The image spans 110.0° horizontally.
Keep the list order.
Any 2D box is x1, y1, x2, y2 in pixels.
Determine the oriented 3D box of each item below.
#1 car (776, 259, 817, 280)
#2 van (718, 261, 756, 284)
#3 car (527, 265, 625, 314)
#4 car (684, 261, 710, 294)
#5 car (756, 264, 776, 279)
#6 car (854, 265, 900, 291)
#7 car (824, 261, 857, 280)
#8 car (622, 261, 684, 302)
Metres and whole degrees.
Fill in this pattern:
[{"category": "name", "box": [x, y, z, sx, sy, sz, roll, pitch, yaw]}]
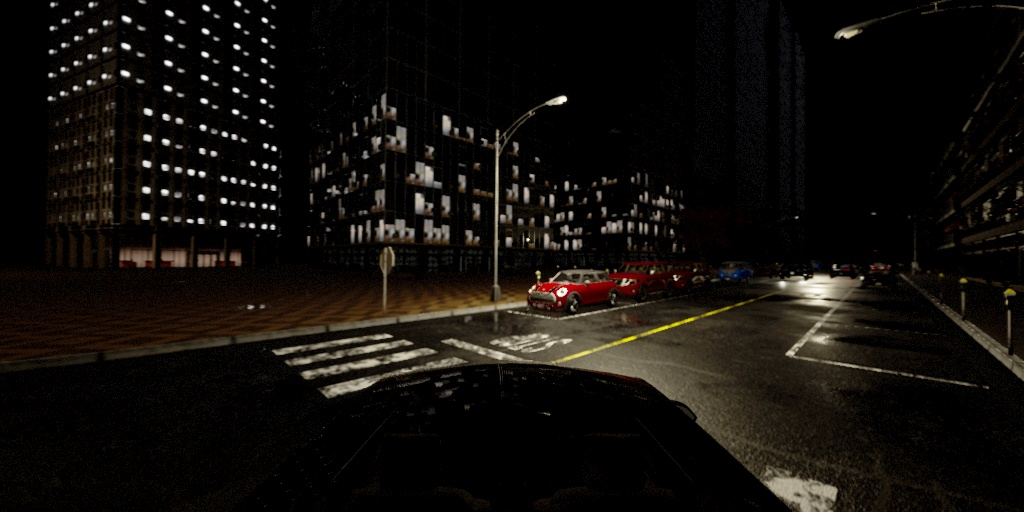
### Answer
[{"category": "car", "box": [28.288, 1.288, 35.574, 5.566, 2.045, 2.150, 1, 0, -44]}, {"category": "van", "box": [18.657, 1.341, 29.977, 3.998, 1.789, 1.690, 0, 0, -44]}, {"category": "car", "box": [2.444, 1.280, 14.252, 4.097, 1.591, 1.967, 0, 0, -44]}, {"category": "car", "box": [10.551, 1.237, 22.114, 5.009, 1.841, 2.192, 0, 0, -44]}, {"category": "car", "box": [26.764, 1.657, 37.839, 4.207, 1.307, 1.802, 0, 0, -44]}, {"category": "car", "box": [24.506, 1.535, 23.975, 4.403, 1.370, 2.007, 0, 0, -44]}, {"category": "car", "box": [33.962, 1.583, 36.770, 4.902, 1.511, 2.128, 0, 0, -44]}, {"category": "car", "box": [6.497, 1.196, 18.183, 5.009, 1.841, 2.192, 0, 0, -44]}]
